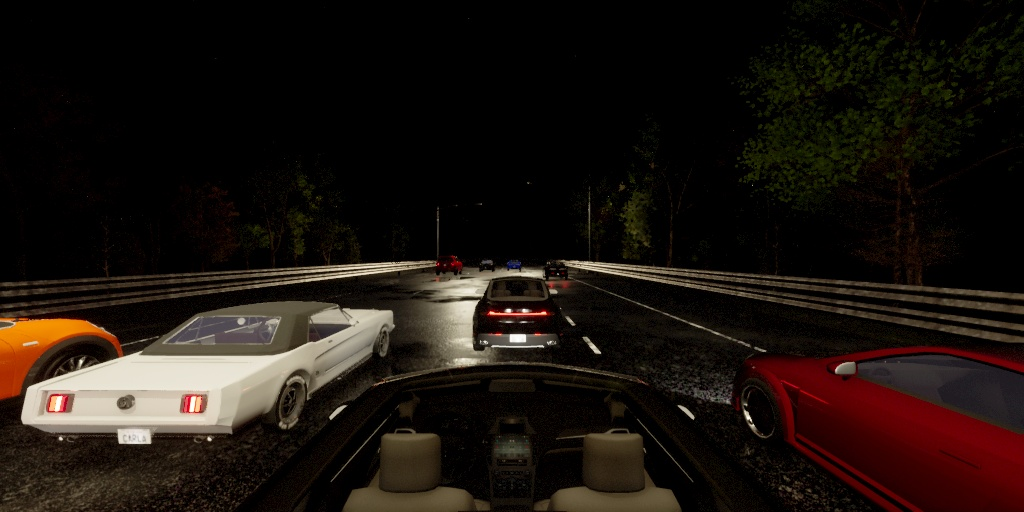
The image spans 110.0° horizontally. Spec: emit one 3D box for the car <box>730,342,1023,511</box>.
[{"bbox_3d":[3.601,1.314,2.578,1.994,1.385,4.181,0,0,0],"label":"car"}]

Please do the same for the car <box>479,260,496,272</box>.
[{"bbox_3d":[-3.198,1.286,46.610,2.128,1.511,4.902,0,0,0],"label":"car"}]

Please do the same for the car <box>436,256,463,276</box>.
[{"bbox_3d":[-6.736,1.006,38.707,2.150,2.045,5.566,0,0,0],"label":"car"}]

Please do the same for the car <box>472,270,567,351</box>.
[{"bbox_3d":[0.122,1.255,8.956,1.837,1.490,4.892,0,0,0],"label":"car"}]

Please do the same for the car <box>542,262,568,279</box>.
[{"bbox_3d":[3.733,1.264,31.460,2.128,1.511,4.902,0,0,0],"label":"car"}]

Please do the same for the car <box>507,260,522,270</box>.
[{"bbox_3d":[0.317,1.279,50.251,1.882,1.535,5.008,0,0,0],"label":"car"}]

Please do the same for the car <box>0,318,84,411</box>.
[{"bbox_3d":[-6.919,1.102,3.473,2.097,1.767,4.553,0,0,1],"label":"car"}]

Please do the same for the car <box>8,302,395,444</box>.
[{"bbox_3d":[-3.401,1.350,5.474,1.895,1.301,4.718,0,0,0],"label":"car"}]
